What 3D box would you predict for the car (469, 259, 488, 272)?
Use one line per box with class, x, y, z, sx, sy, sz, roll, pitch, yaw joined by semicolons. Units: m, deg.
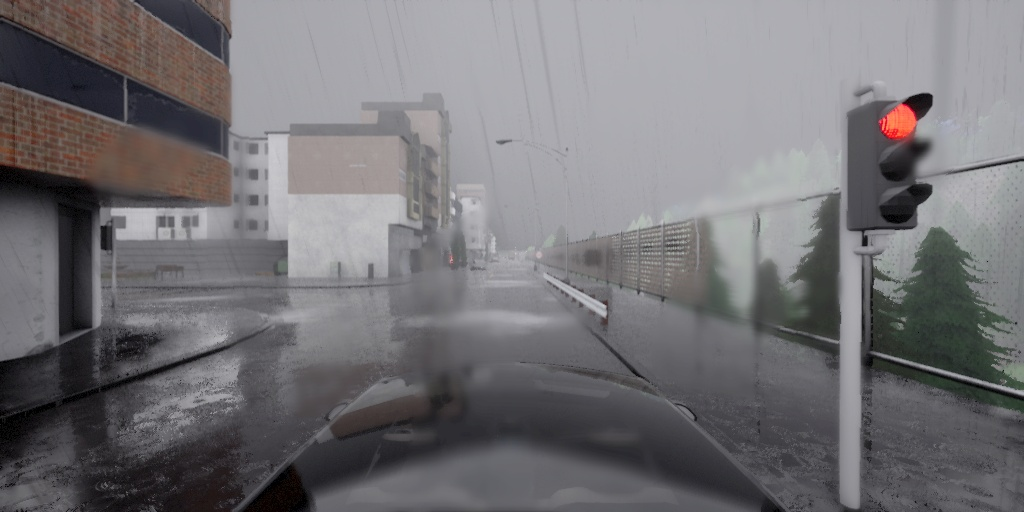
car;-4.017;1.171;43.808;1.837;1.490;4.892;0;2;0
